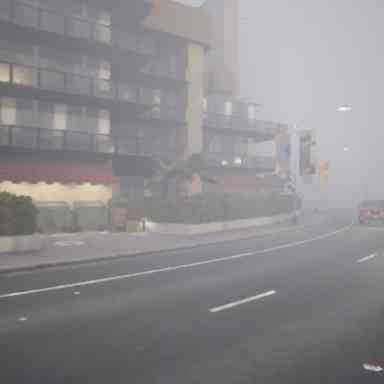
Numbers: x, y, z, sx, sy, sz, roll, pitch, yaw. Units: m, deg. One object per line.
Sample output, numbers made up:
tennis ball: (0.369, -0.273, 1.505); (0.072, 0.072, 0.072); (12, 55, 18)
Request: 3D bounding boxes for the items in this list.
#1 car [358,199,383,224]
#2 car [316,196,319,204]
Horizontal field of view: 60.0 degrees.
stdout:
car: (15.150, 1.582, 27.640); (2.150, 2.045, 5.566); (0, -1, 28)
car: (34.832, 2.324, 88.432); (2.185, 1.767, 4.553); (1, -1, -30)
